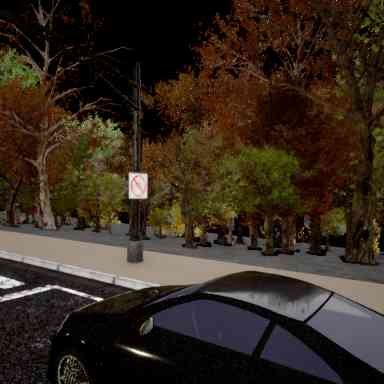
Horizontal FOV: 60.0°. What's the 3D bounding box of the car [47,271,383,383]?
[{"bbox_3d":[0.397,1.564,3.404,4.181,1.385,1.994,0,0,36],"label":"car"}]
